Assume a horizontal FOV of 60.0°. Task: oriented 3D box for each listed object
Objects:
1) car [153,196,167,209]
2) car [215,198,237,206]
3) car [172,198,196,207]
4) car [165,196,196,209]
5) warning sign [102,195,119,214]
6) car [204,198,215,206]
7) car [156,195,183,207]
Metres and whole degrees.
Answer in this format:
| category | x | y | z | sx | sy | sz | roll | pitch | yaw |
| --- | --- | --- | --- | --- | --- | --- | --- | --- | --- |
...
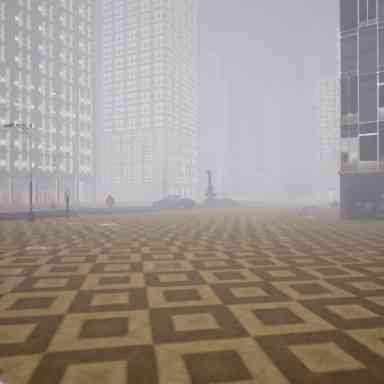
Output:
| category | x | y | z | sx | sy | sz | roll | pitch | yaw |
| --- | --- | --- | --- | --- | --- | --- | --- | --- | --- |
| car | -4.064 | 1.800 | 50.802 | 1.812 | 1.442 | 4.674 | 0 | -1 | 34 |
| car | 6.783 | 1.836 | 61.840 | 2.128 | 1.511 | 4.902 | 0 | 0 | 31 |
| car | -1.385 | 1.853 | 60.969 | 1.882 | 1.535 | 5.008 | 0 | 0 | 32 |
| car | -1.356 | 1.738 | 49.006 | 1.882 | 1.535 | 5.008 | 0 | -1 | 34 |
| warning sign | -8.285 | 1.251 | 33.723 | 1.300 | 1.860 | 1.060 | 0 | 0 | 34 |
| car | 4.003 | 1.871 | 63.524 | 1.837 | 1.490 | 4.892 | 0 | 0 | 31 |
| car | -4.157 | 1.682 | 62.667 | 2.150 | 2.045 | 5.566 | 0 | 0 | 32 |
